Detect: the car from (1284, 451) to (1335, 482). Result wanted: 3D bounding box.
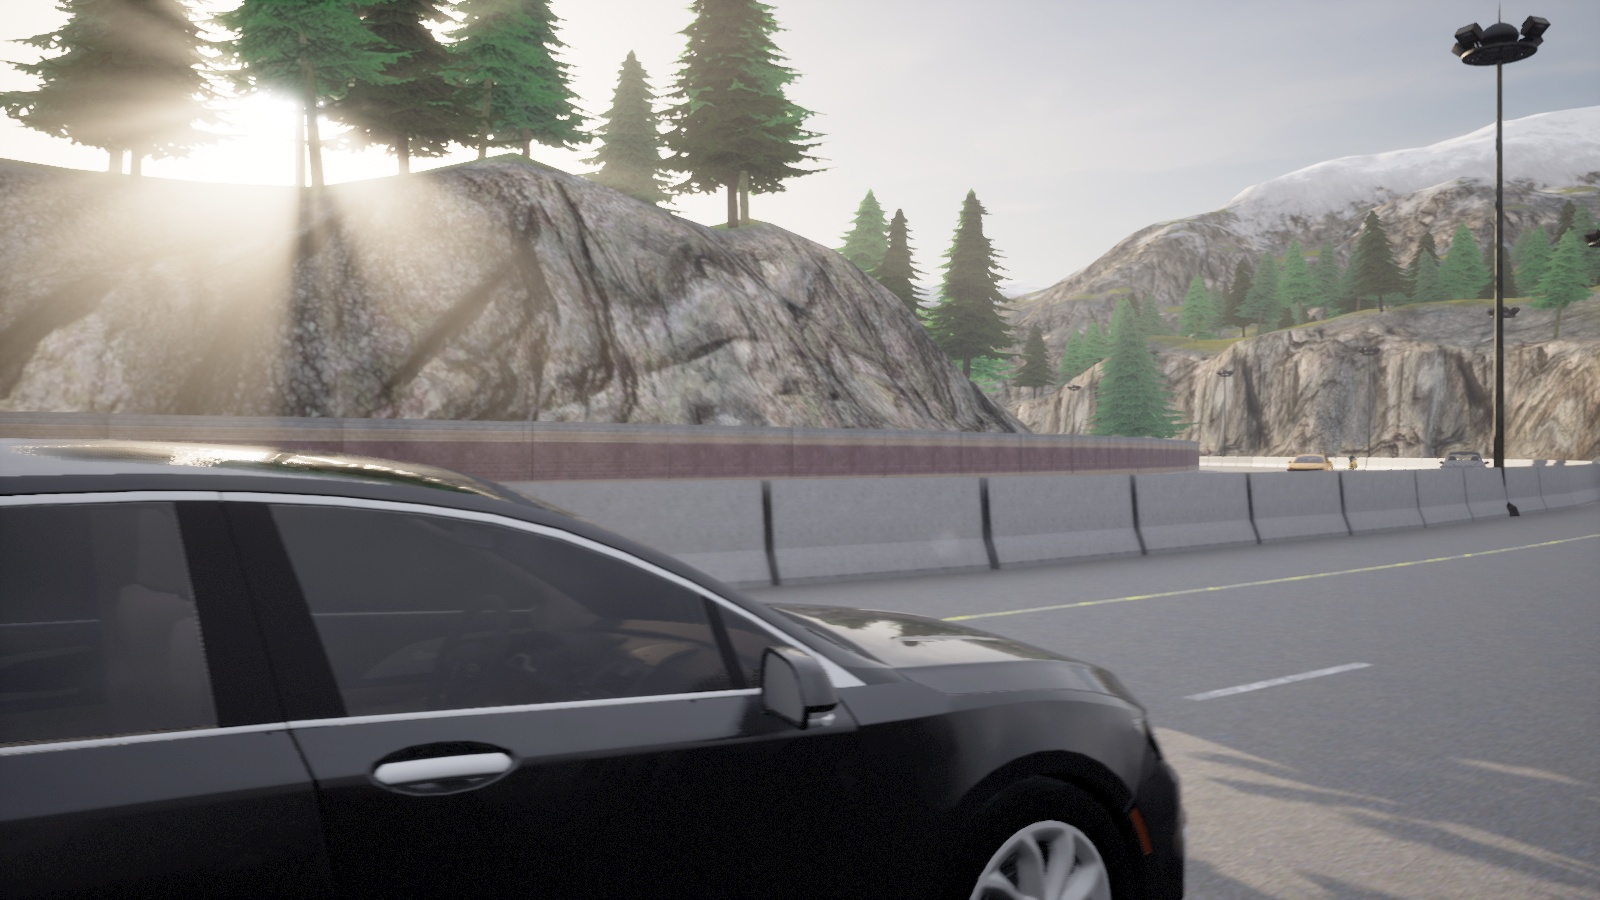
[{"bbox_3d":[26.342,0.841,64.841,1.882,1.535,5.008,0,0,29],"label":"car"}]

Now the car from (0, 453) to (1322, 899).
[{"bbox_3d":[-1.021,0.760,2.941,4.892,1.490,1.837,0,0,-36],"label":"car"}]

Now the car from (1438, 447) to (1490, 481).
[{"bbox_3d":[33.438,0.686,63.215,2.242,1.667,4.611,0,0,28],"label":"car"}]
